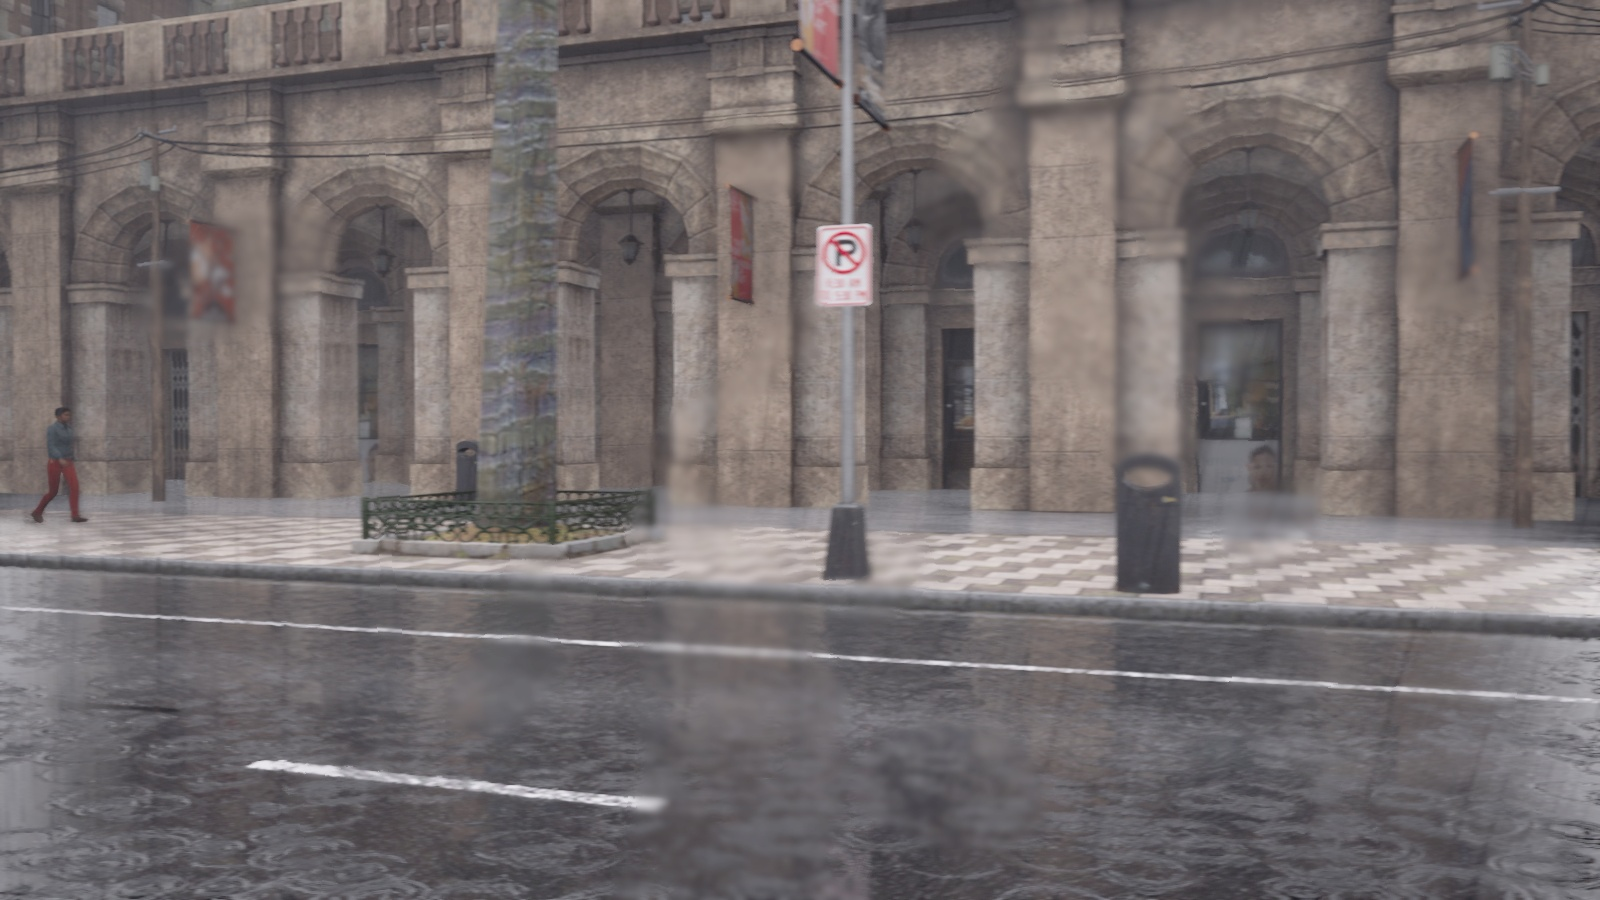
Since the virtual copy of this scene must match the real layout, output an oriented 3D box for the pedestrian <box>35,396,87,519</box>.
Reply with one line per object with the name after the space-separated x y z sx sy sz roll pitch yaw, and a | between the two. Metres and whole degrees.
-11.286 0.109 19.174 0.614 1.847 0.353 1 1 15 | pedestrian
